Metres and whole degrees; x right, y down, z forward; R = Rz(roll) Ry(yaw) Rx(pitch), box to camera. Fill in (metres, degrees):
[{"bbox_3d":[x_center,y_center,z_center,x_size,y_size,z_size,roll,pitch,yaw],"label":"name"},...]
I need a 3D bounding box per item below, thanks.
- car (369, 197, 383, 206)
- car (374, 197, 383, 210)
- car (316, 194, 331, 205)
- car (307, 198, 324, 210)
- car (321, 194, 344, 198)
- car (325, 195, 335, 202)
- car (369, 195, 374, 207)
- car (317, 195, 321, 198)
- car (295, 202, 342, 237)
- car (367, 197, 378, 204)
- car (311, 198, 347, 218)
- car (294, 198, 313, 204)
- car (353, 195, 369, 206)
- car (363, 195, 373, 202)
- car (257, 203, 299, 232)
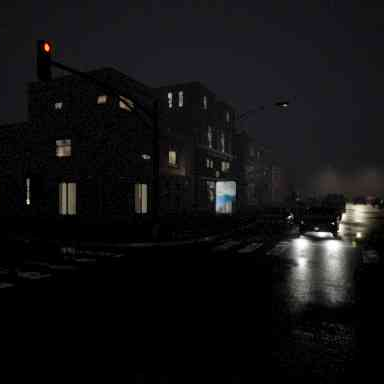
[{"bbox_3d":[31.520,1.568,56.822,2.008,1.369,4.403,0,0,25],"label":"car"},{"bbox_3d":[24.494,1.561,41.820,2.008,1.369,4.403,0,0,25],"label":"car"},{"bbox_3d":[23.938,1.331,60.389,2.192,1.841,5.009,0,0,25],"label":"car"},{"bbox_3d":[16.838,1.534,45.233,1.752,1.417,4.829,0,0,25],"label":"car"},{"bbox_3d":[16.135,1.228,37.397,2.150,2.045,5.566,0,0,25],"label":"car"},{"bbox_3d":[33.306,1.470,80.392,1.967,1.590,4.097,0,0,25],"label":"car"},{"bbox_3d":[29.179,1.454,51.820,1.967,1.590,4.097,0,0,25],"label":"car"},{"bbox_3d":[14.569,1.447,40.386,1.967,1.590,4.097,0,0,25],"label":"car"},{"bbox_3d":[7.126,1.528,18.418,1.812,1.442,4.674,0,0,26],"label":"car"},{"bbox_3d":[36.204,1.605,66.823,1.802,1.307,4.206,0,0,25],"label":"car"},{"bbox_3d":[11.556,1.496,27.775,2.128,1.511,4.902,0,0,25],"label":"car"},{"bbox_3d":[9.884,1.555,30.384,2.008,1.369,4.403,0,0,25],"label":"car"},{"bbox_3d":[28.852,1.494,57.244,1.882,1.535,5.008,0,0,25],"label":"car"},{"bbox_3d":[43.231,1.475,81.824,1.967,1.590,4.097,0,0,25],"label":"car"},{"bbox_3d":[5.200,1.584,20.383,1.802,1.307,4.206,0,0,25],"label":"car"}]
